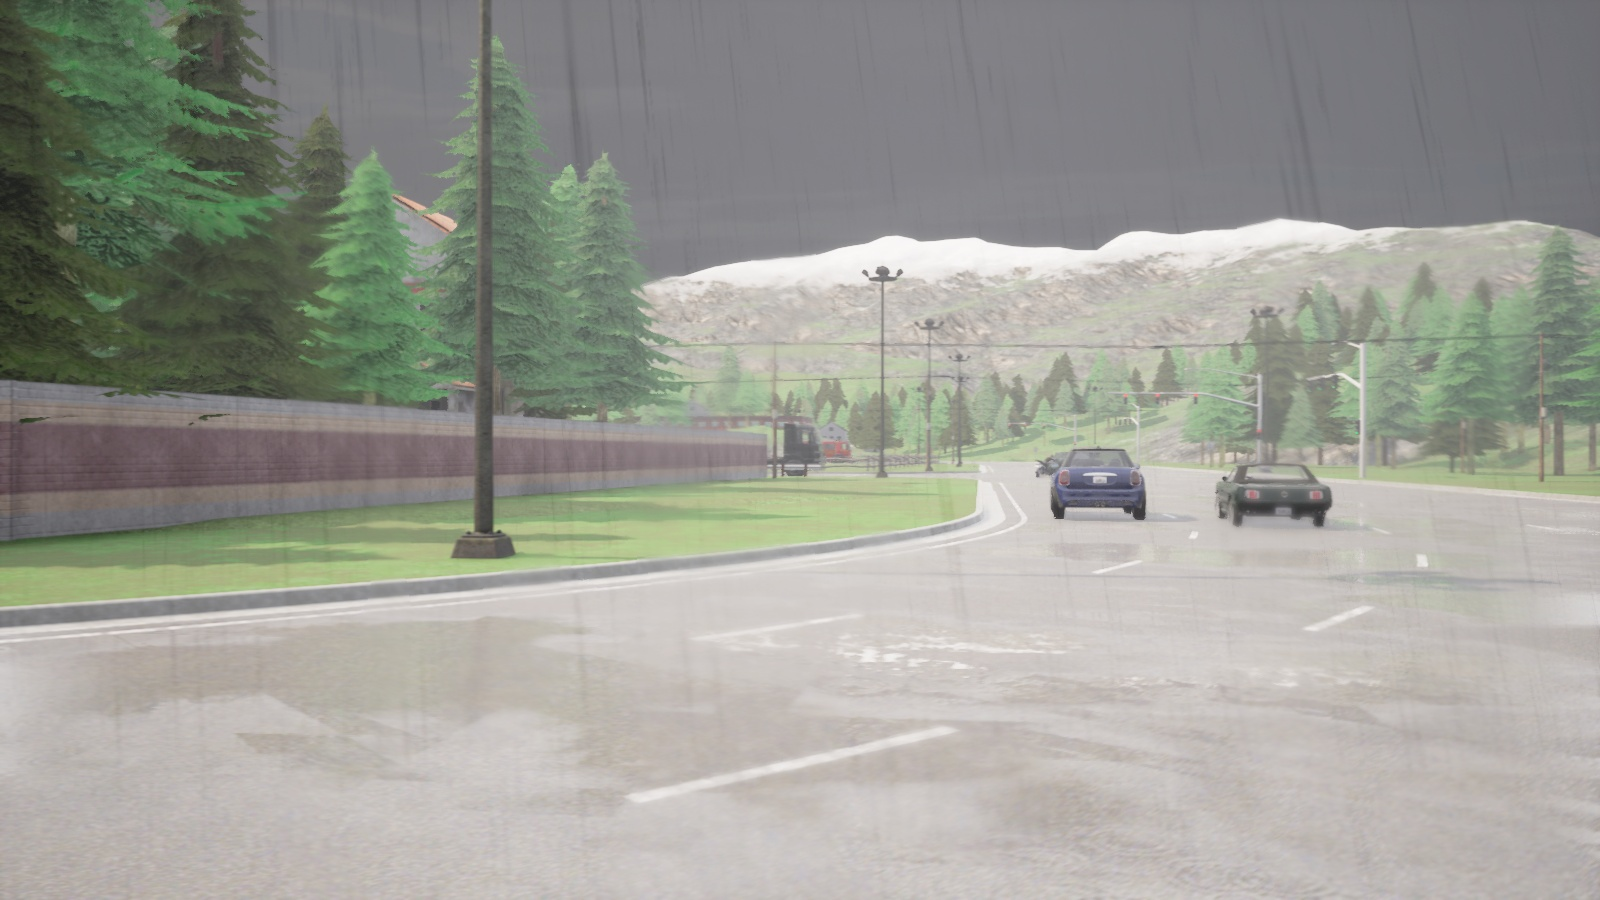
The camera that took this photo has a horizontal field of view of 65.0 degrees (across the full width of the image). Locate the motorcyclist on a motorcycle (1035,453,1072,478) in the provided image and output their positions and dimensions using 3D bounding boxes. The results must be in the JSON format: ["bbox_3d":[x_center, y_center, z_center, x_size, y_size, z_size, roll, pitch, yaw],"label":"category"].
[{"bbox_3d":[16.076,0.987,79.650,2.191,1.530,0.866,0,-1,-25],"label":"motorcyclist on a motorcycle"}]

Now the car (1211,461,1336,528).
[{"bbox_3d":[10.220,0.905,27.437,1.895,1.301,4.718,0,0,13],"label":"car"}]

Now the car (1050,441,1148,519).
[{"bbox_3d":[7.188,0.680,30.594,2.097,1.767,4.553,0,0,10],"label":"car"}]

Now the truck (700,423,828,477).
[{"bbox_3d":[-2.297,0.024,81.516,7.936,3.462,2.891,0,0,8],"label":"truck"}]
